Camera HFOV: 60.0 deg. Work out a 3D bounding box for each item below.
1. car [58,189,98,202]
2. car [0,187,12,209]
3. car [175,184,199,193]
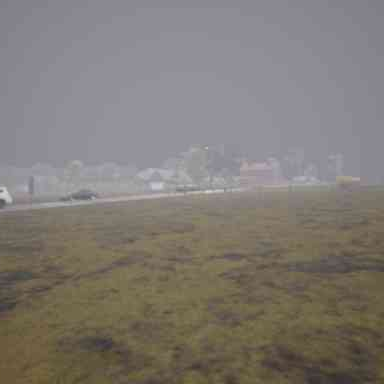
[{"bbox_3d":[-13.695,0.402,40.213,1.837,1.490,4.892,0,3,36],"label":"car"},{"bbox_3d":[-20.100,0.655,31.423,2.150,2.045,5.566,0,3,36],"label":"car"},{"bbox_3d":[-0.731,-0.599,57.889,2.033,1.411,5.357,0,3,36],"label":"car"}]
